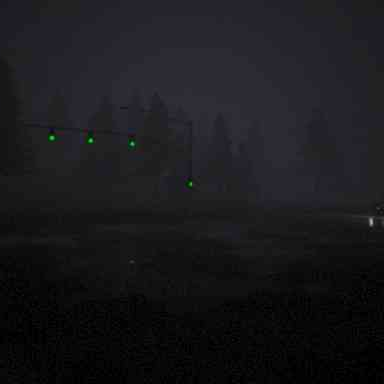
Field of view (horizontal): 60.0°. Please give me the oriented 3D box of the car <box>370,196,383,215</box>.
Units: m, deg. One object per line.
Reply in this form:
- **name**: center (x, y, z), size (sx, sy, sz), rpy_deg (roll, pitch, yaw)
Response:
- **car**: center (19.902, 1.181, 32.582), size (5.566, 2.045, 2.150), rpy_deg (0, 0, -29)
